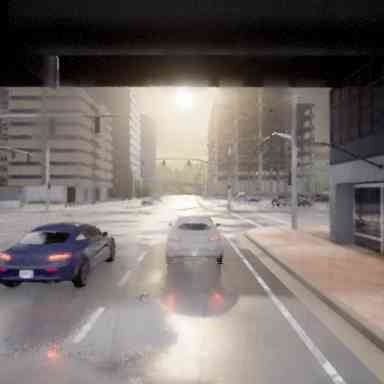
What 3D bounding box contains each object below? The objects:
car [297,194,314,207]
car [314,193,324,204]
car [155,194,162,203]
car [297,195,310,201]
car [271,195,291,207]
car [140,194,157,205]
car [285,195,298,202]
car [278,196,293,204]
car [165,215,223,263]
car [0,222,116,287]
[{"bbox_3d":[16.032,1.251,49.082,1.905,1.878,3.866,0,0,0],"label":"car"},{"bbox_3d":[29.982,1.312,81.745,1.932,1.855,4.605,0,0,0],"label":"car"},{"bbox_3d":[-8.087,1.372,75.438,2.150,2.045,5.566,0,0,0],"label":"car"},{"bbox_3d":[27.299,1.522,81.685,1.784,1.438,3.905,0,0,0],"label":"car"},{"bbox_3d":[13.138,1.249,49.128,1.932,1.855,4.605,0,0,0],"label":"car"},{"bbox_3d":[-8.022,1.642,59.938,1.812,1.442,4.674,0,0,0],"label":"car"},{"bbox_3d":[24.404,1.554,81.677,1.970,1.475,3.806,0,0,0],"label":"car"},{"bbox_3d":[18.683,1.525,66.557,1.970,1.475,3.806,0,0,0],"label":"car"},{"bbox_3d":[0.080,1.549,11.938,1.812,1.442,4.674,0,0,0],"label":"car"},{"bbox_3d":[-3.435,1.544,9.234,1.812,1.442,4.674,0,0,0],"label":"car"}]
